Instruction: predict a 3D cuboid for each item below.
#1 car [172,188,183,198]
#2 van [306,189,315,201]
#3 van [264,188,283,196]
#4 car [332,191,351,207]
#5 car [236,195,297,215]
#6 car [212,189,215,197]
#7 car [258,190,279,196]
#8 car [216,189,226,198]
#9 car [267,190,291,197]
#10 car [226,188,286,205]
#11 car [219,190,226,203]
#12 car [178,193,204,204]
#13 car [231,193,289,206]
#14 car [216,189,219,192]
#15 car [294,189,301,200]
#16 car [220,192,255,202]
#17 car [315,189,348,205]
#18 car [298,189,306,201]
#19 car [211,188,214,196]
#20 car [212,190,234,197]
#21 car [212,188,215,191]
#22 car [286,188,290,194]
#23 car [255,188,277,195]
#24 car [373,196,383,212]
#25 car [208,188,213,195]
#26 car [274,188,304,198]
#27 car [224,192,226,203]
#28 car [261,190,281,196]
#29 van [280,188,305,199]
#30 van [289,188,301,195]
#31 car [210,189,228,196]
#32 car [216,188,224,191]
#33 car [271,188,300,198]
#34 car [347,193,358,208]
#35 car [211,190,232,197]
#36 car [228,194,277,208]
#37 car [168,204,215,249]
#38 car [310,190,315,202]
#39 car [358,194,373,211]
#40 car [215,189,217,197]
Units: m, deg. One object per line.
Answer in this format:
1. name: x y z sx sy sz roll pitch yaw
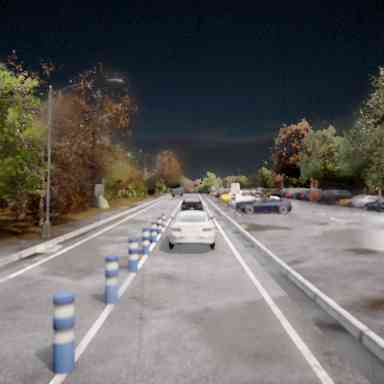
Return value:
1. car: -3.116 0.156 72.384 2.150 2.045 5.566 0 1 0
2. van: 20.159 0.564 50.162 4.442 1.987 1.878 0 1 0
3. van: 20.437 0.035 83.394 4.442 1.987 1.878 0 1 0
4. car: 19.763 1.047 38.970 5.366 1.575 1.946 0 1 0
5. car: 6.770 1.280 30.772 4.792 1.488 2.163 0 1 0
6. car: 7.072 0.542 66.842 4.792 1.488 2.163 0 1 0
7. car: 20.360 0.180 88.813 5.008 1.535 2.097 0 1 0
8. car: 6.778 0.792 50.321 5.366 1.575 1.946 0 1 0
9. car: 20.267 0.344 77.733 5.008 1.535 2.097 0 1 0
10. car: 6.874 0.869 36.315 5.566 2.045 2.435 0 1 0
11. car: 6.730 0.922 44.649 5.366 1.575 1.946 0 1 0
12. car: 0.005 1.160 29.503 1.882 1.535 5.008 0 1 0
13. car: 6.828 1.185 33.546 5.008 1.535 2.097 0 1 0
14. car: 7.003 0.686 55.738 4.892 1.521 2.231 0 1 0
15. car: 20.117 0.709 55.578 4.792 1.488 2.163 0 1 0
16. car: 7.171 0.735 52.970 5.366 1.575 1.946 0 1 0
17. car: 20.023 0.669 44.500 5.566 2.045 2.435 0 1 0
18. car: 20.094 0.760 52.939 4.792 1.488 2.163 0 1 0
19. car: 7.119 0.460 72.394 4.792 1.488 2.163 0 1 0
20. car: 7.201 0.349 77.945 4.892 1.521 2.231 0 1 0
21. car: 7.096 0.501 69.618 4.792 1.488 2.163 0 1 0
22. car: 20.139 0.589 61.114 5.008 1.535 2.097 0 1 0
23. car: 20.361 -0.113 91.703 5.566 2.045 2.435 0 1 0
24. car: 19.911 1.116 30.782 4.553 1.767 2.185 0 1 0
25. car: 6.986 0.386 75.171 5.366 1.575 1.946 0 1 0
26. car: 20.175 0.216 69.419 5.566 2.045 2.435 0 1 0
27. car: 6.899 0.991 41.873 4.892 1.521 2.231 0 1 0
28. car: 20.340 0.262 86.042 4.674 1.452 2.002 0 1 0
29. van: 20.063 0.282 66.651 4.442 1.987 1.878 0 1 0
30. van: 20.002 0.408 58.326 4.442 1.987 1.878 0 1 0
31. car: 7.256 0.059 89.046 4.553 1.767 2.185 0 1 0
32. car: 7.063 0.512 58.515 4.553 1.767 2.185 0 1 0
33. car: 20.198 0.175 72.189 5.566 2.045 2.435 0 1 0
34. car: 19.923 1.155 36.200 4.674 1.452 2.002 0 1 0
35. car: 7.211 0.308 80.721 4.892 1.521 2.231 0 1 0
36. car: 7.055 1.052 39.095 5.366 1.575 1.946 0 1 0
37. car: 0.005 1.489 14.383 1.812 1.442 4.674 0 1 0
38. car: 19.990 0.885 47.276 4.792 1.488 2.163 0 1 0
39. car: 19.873 1.209 33.431 4.792 1.488 2.163 0 1 0
40. car: 7.085 0.624 61.290 4.792 1.488 2.163 0 1 0
